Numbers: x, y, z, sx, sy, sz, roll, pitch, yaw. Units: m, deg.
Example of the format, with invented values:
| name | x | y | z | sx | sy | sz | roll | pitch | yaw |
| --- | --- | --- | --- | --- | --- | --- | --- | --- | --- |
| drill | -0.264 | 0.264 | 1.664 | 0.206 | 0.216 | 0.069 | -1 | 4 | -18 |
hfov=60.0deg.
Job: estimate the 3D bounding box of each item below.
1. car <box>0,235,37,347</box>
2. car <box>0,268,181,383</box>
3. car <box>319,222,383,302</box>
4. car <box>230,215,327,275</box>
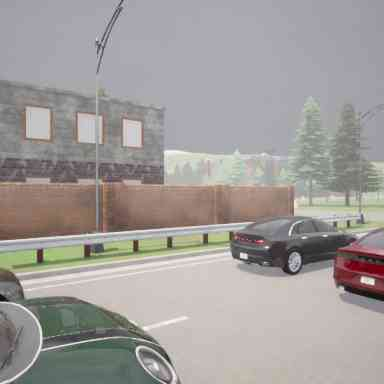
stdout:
| name | x | y | z | sx | sy | sz | roll | pitch | yaw |
| --- | --- | --- | --- | --- | --- | --- | --- | --- | --- |
| car | -4.673 | 1.564 | 4.712 | 4.181 | 1.385 | 1.994 | 0 | 0 | -36 |
| car | -2.256 | 1.352 | 2.137 | 4.553 | 1.767 | 2.097 | 0 | 0 | -35 |
| car | 5.258 | 1.478 | 7.543 | 5.008 | 1.535 | 1.882 | 0 | 0 | -35 |
| car | 3.400 | 1.505 | 10.515 | 4.892 | 1.490 | 1.837 | 0 | 0 | -35 |
